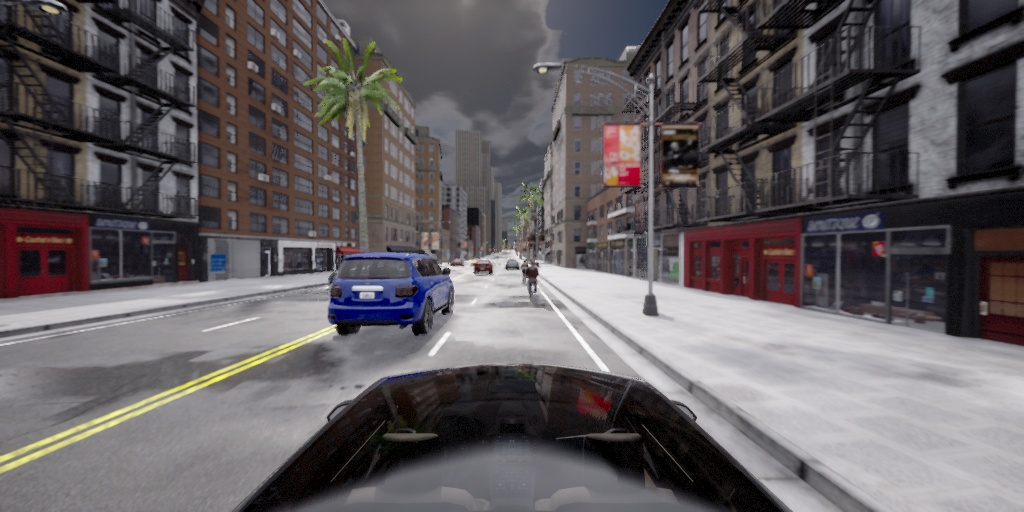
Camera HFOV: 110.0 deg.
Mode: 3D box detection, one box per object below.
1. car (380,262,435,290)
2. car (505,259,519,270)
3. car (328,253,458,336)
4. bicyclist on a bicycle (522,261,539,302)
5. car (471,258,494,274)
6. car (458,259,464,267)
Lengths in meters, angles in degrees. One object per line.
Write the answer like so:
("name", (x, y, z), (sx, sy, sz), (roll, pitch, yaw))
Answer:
("car", (-6.596, 1.198, 23.252), (2.128, 1.511, 4.902), (0, 0, 0))
("car", (0.070, 1.268, 51.712), (1.994, 1.385, 4.181), (0, 0, 1))
("car", (-3.149, 0.950, 10.475), (2.150, 2.045, 5.566), (0, 0, 0))
("bicyclist on a bicycle", (0.895, 1.090, 15.685), (0.659, 1.776, 1.843), (0, 0, 0))
("car", (-3.148, 1.176, 40.524), (1.882, 1.535, 5.008), (0, 0, 0))
("car", (-9.771, 1.192, 64.265), (1.882, 1.535, 5.008), (0, 0, 1))
